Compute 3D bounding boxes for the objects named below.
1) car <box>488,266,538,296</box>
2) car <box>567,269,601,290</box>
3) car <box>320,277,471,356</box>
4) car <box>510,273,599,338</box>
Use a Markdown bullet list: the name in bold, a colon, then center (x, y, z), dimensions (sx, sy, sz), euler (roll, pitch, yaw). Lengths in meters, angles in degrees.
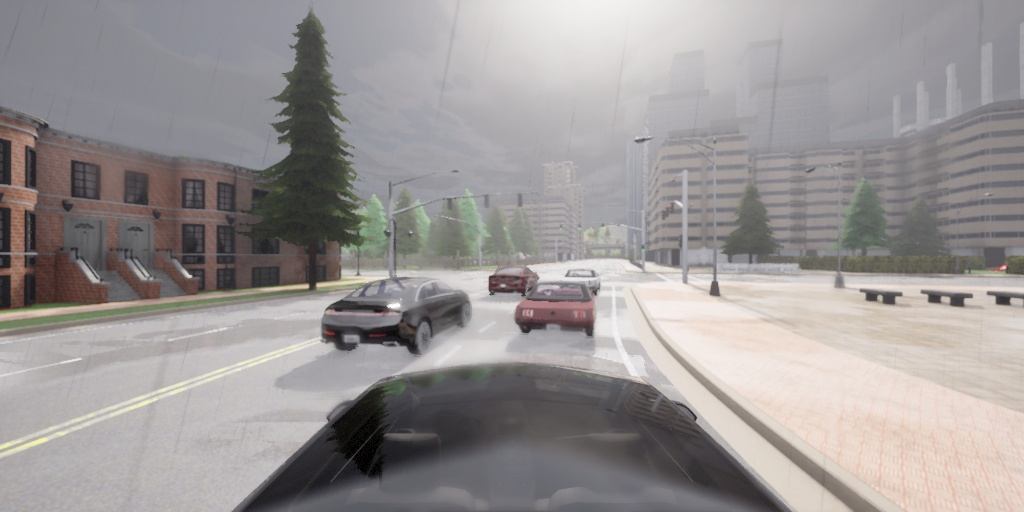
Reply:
- **car**: center (0.221, 1.256, 19.477), dimensions (1.882, 1.535, 5.008), euler (0, 0, 15)
- **car**: center (3.982, 1.381, 20.306), dimensions (1.895, 1.301, 4.718), euler (0, 0, 17)
- **car**: center (-2.408, 1.253, 8.740), dimensions (2.128, 1.511, 4.902), euler (0, 0, 10)
- **car**: center (1.460, 1.365, 10.392), dimensions (1.895, 1.301, 4.718), euler (0, 0, 13)
